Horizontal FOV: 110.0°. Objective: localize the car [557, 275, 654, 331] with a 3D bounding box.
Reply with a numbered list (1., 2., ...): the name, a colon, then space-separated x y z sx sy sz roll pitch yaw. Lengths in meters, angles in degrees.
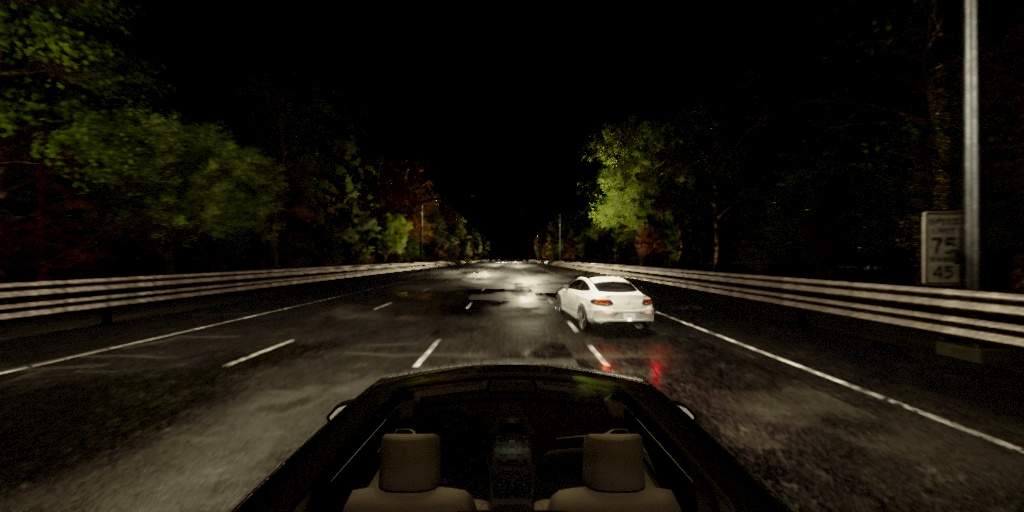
1. car: 2.678 1.321 11.100 1.812 1.442 4.674 0 0 -5
